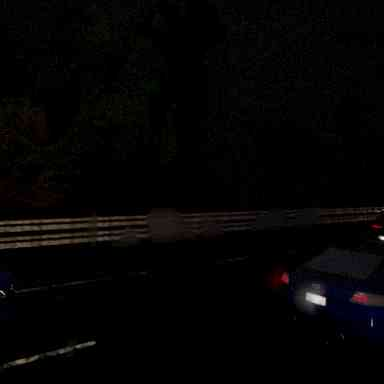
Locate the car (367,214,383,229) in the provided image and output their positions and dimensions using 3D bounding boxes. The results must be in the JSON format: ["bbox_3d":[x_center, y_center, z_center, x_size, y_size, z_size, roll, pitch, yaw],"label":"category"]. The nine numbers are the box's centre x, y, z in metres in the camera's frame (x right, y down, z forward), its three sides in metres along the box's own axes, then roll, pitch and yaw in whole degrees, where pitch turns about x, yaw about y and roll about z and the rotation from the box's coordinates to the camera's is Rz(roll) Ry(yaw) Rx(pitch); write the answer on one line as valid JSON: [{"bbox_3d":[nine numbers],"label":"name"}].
[{"bbox_3d":[9.620,1.613,14.655,4.892,1.490,1.837,1,0,-34],"label":"car"}]

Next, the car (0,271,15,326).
[{"bbox_3d":[-5.012,1.511,4.464,4.674,1.442,1.812,1,0,-36],"label":"car"}]

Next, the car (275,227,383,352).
[{"bbox_3d":[3.521,1.606,6.193,4.181,1.385,1.994,0,0,-35],"label":"car"}]
